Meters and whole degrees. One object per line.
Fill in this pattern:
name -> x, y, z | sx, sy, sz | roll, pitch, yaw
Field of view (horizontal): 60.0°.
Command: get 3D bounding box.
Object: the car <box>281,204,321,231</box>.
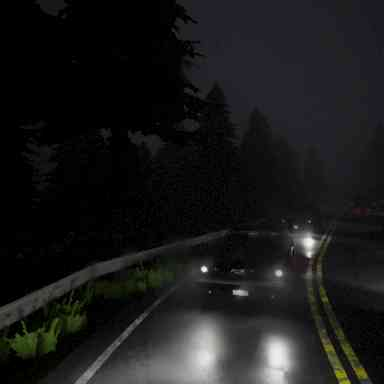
car -> 6.677, 1.455, 20.061 | 2.033, 1.411, 5.357 | -2, 0, 26

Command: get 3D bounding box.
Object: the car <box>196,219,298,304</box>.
car -> 1.591, 1.597, 8.422 | 1.895, 1.301, 4.718 | -1, 0, 18

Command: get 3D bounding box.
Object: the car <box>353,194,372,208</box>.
car -> 20.642, 1.048, 40.236 | 2.128, 1.511, 4.902 | -2, 0, 28
